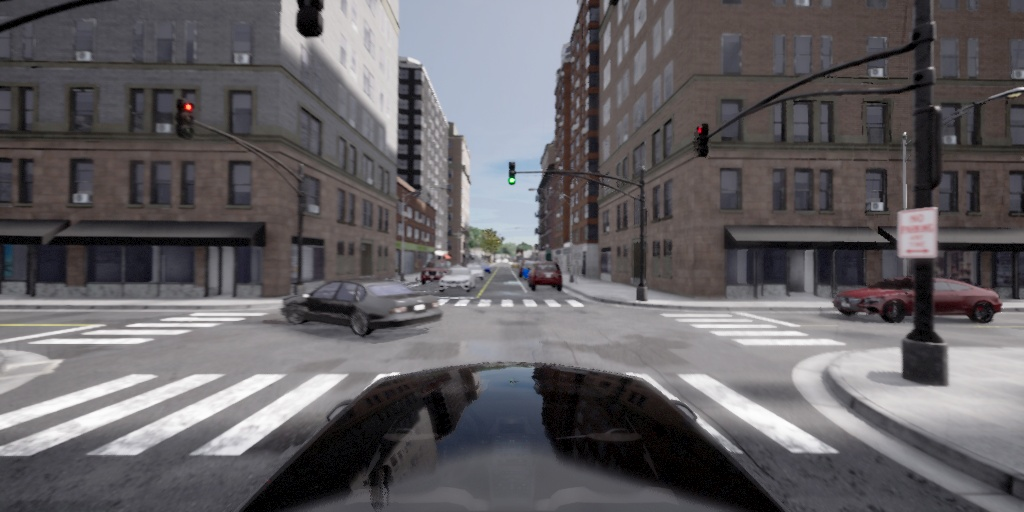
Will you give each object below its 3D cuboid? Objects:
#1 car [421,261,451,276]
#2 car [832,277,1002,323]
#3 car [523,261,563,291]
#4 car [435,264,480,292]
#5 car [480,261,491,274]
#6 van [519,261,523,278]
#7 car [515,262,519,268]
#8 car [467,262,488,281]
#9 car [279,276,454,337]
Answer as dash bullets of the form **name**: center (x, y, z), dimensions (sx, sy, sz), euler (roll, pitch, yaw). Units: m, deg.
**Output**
- **car**: center (-6.075, 1.303, 29.522), dimensions (2.192, 1.841, 5.009), euler (0, 0, -1)
- **car**: center (13.977, 1.458, 12.495), dimensions (4.674, 1.442, 1.812), euler (0, -1, 1)
- **car**: center (2.164, 1.315, 24.200), dimensions (2.192, 1.841, 5.009), euler (0, 0, -1)
- **car**: center (-3.370, 1.468, 22.970), dimensions (1.812, 1.442, 4.674), euler (0, -1, 0)
- **car**: center (-3.911, 1.690, 49.622), dimensions (1.882, 1.535, 5.008), euler (0, -1, -1)
- **van**: center (1.911, 1.452, 35.204), dimensions (1.690, 1.789, 3.998), euler (0, 0, -1)
- **car**: center (1.785, 1.481, 40.706), dimensions (2.192, 1.841, 5.009), euler (0, 0, -1)
- **car**: center (-3.595, 1.582, 34.161), dimensions (1.812, 1.442, 4.674), euler (0, -1, -1)
- **car**: center (-4.517, 1.360, 10.465), dimensions (5.357, 1.411, 2.033), euler (0, -1, 31)
